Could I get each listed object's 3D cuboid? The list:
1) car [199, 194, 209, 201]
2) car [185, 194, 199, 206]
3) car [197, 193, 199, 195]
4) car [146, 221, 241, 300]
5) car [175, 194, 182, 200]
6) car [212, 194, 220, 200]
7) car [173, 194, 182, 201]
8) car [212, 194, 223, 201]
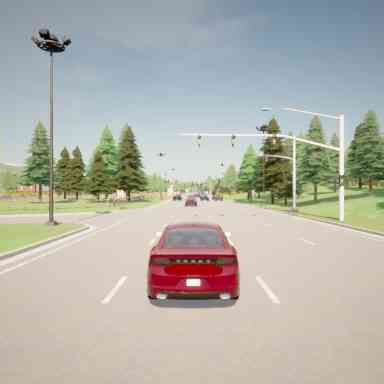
[{"bbox_3d":[3.254,1.516,84.101,1.812,1.442,4.674,0,0,0],"label":"car"},{"bbox_3d":[-0.155,1.525,53.062,1.812,1.442,4.674,0,0,0],"label":"car"},{"bbox_3d":[3.224,1.357,94.105,2.128,1.511,4.902,0,0,0],"label":"car"},{"bbox_3d":[0.038,1.478,8.459,1.882,1.535,5.008,0,0,0],"label":"car"},{"bbox_3d":[-3.776,1.310,94.084,1.882,1.535,5.008,0,0,0],"label":"car"},{"bbox_3d":[6.724,1.372,94.115,2.033,1.411,5.357,0,0,0],"label":"car"},{"bbox_3d":[-3.745,1.469,83.664,1.882,1.535,5.008,0,0,0],"label":"car"},{"bbox_3d":[6.755,1.516,83.695,2.128,1.511,4.902,0,0,0],"label":"car"}]
